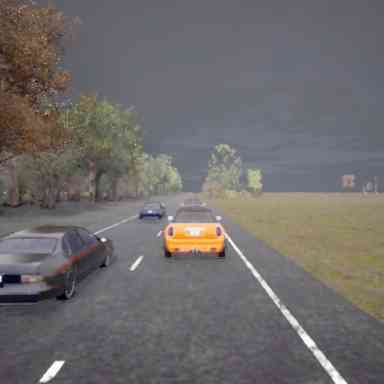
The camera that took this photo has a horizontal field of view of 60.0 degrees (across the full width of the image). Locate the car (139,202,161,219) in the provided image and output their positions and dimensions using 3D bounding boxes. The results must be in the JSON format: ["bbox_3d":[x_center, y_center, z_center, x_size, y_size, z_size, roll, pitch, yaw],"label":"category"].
[{"bbox_3d":[-3.391,1.568,29.079,1.994,1.385,4.181,0,0,0],"label":"car"}]

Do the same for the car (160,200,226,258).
[{"bbox_3d":[0.098,1.353,12.969,2.097,1.767,4.553,0,0,0],"label":"car"}]

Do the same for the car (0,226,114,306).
[{"bbox_3d":[-3.411,1.549,8.265,2.033,1.411,5.357,0,0,0],"label":"car"}]

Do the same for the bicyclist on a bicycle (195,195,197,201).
[{"bbox_3d":[1.008,1.467,87.103,0.582,1.620,1.656,0,0,0],"label":"bicyclist on a bicycle"}]

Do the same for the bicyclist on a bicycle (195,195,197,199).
[{"bbox_3d":[1.003,1.465,78.102,0.582,1.620,1.656,0,0,0],"label":"bicyclist on a bicycle"}]
